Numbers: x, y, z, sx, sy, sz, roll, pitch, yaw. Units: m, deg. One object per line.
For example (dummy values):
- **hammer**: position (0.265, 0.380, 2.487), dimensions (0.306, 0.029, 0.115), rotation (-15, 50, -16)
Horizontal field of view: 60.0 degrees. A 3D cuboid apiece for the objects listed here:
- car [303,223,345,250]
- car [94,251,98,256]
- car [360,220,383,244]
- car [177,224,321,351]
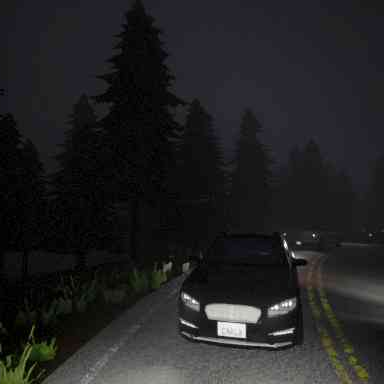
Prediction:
- **car**: position (6.539, 2.312, 17.761), dimensions (1.895, 1.301, 4.718), rotation (-3, -6, 39)
- **car**: position (-20.222, 13.651, 73.014), dimensions (4.181, 1.381, 1.994), rotation (-2, -5, 31)
- **car**: position (15.923, 3.231, 26.499), dimensions (5.566, 2.045, 2.150), rotation (8, -8, -28)
- **car**: position (1.139, 1.562, 6.634), dimensions (2.128, 1.511, 4.902), rotation (-1, -2, 15)
